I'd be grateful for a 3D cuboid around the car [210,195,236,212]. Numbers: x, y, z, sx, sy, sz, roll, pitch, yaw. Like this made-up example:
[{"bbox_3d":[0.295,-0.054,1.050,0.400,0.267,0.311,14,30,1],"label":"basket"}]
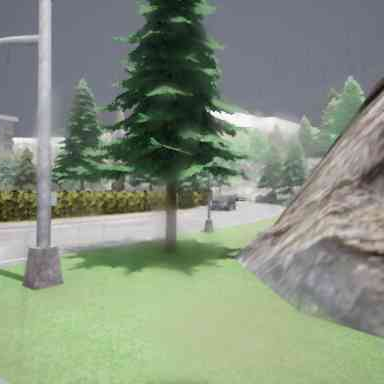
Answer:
[{"bbox_3d":[3.231,1.142,35.019,2.097,1.767,4.553,1,0,20],"label":"car"}]
